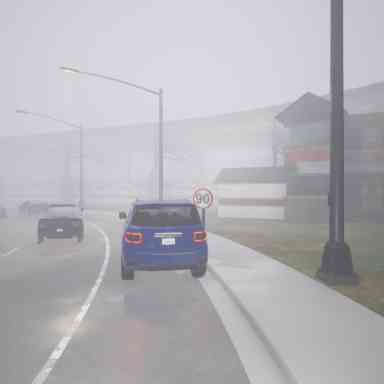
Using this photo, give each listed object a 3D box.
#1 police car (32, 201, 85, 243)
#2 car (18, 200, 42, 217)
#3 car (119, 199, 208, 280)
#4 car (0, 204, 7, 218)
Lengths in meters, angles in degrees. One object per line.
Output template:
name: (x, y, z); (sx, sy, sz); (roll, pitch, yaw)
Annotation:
police car: (-6.398, 1.425, 16.501); (1.930, 1.638, 5.238); (0, 0, -18)
car: (-14.940, 1.477, 31.368); (1.882, 1.535, 5.008); (0, 0, -40)
car: (-1.031, 1.220, 10.224); (2.150, 2.045, 5.566); (0, 0, -11)
car: (-17.895, 1.564, 29.477); (1.994, 1.385, 4.181); (0, 0, -41)
